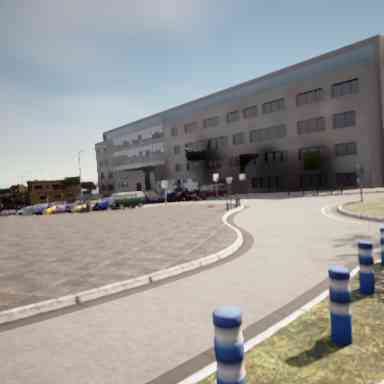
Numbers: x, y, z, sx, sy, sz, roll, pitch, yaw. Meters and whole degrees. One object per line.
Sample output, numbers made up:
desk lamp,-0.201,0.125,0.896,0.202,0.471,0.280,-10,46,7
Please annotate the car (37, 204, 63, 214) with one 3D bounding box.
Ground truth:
car,-37.461,4.406,87.728,5.566,2.045,2.435,-6,0,-44

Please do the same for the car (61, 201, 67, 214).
car,-15.299,2.154,46.905,4.792,1.488,2.163,-6,0,-44

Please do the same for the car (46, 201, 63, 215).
car,-19.083,2.588,50.812,4.674,1.452,2.002,-6,0,-44

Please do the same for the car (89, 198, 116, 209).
car,-18.207,2.376,67.588,4.553,1.767,2.185,-6,0,-44

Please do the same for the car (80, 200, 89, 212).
car,-11.373,1.558,42.799,4.553,1.767,2.185,-6,0,-44

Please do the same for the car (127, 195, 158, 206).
car,-8.503,1.445,57.580,4.792,1.488,2.163,-6,0,-44

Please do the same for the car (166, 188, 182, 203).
car,-0.855,0.563,49.563,5.008,1.535,2.097,-6,0,-44

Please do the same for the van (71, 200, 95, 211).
van,-24.062,2.931,73.558,4.442,1.987,1.878,-6,0,-44

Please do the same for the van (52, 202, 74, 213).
van,-31.608,3.777,81.759,4.442,1.987,1.878,-6,0,-44

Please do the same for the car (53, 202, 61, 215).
car,-17.242,2.382,48.894,4.674,1.452,2.002,-6,0,-44

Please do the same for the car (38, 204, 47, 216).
car,-20.970,2.757,53.037,5.366,1.575,1.946,-6,0,-44

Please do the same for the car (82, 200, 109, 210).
car,-20.101,2.716,69.614,4.892,1.521,2.231,-6,0,-44

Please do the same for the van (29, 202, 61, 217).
van,-24.977,2.980,56.754,4.442,1.987,1.878,-6,0,-44

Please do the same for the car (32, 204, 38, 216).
car,-22.990,2.732,54.807,5.566,2.045,2.435,-6,0,-44

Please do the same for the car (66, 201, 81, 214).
car,-13.529,1.922,44.748,5.366,1.575,1.946,-6,0,-44

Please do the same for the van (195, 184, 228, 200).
van,3.092,-0.042,45.601,4.442,1.987,1.878,-6,1,-44

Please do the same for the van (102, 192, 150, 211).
van,-7.644,1.067,38.692,4.442,1.987,1.878,-6,1,-44

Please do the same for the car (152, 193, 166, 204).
car,-2.790,0.523,51.512,5.566,2.045,2.435,-6,0,-44

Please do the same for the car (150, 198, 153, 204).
car,-4.688,1.018,53.520,4.792,1.488,2.163,-6,0,-44

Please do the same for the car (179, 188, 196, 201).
car,1.127,0.391,47.546,4.792,1.488,2.163,-6,0,-44

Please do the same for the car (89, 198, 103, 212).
car,-9.459,1.474,40.766,5.008,1.535,2.097,-6,0,-44
